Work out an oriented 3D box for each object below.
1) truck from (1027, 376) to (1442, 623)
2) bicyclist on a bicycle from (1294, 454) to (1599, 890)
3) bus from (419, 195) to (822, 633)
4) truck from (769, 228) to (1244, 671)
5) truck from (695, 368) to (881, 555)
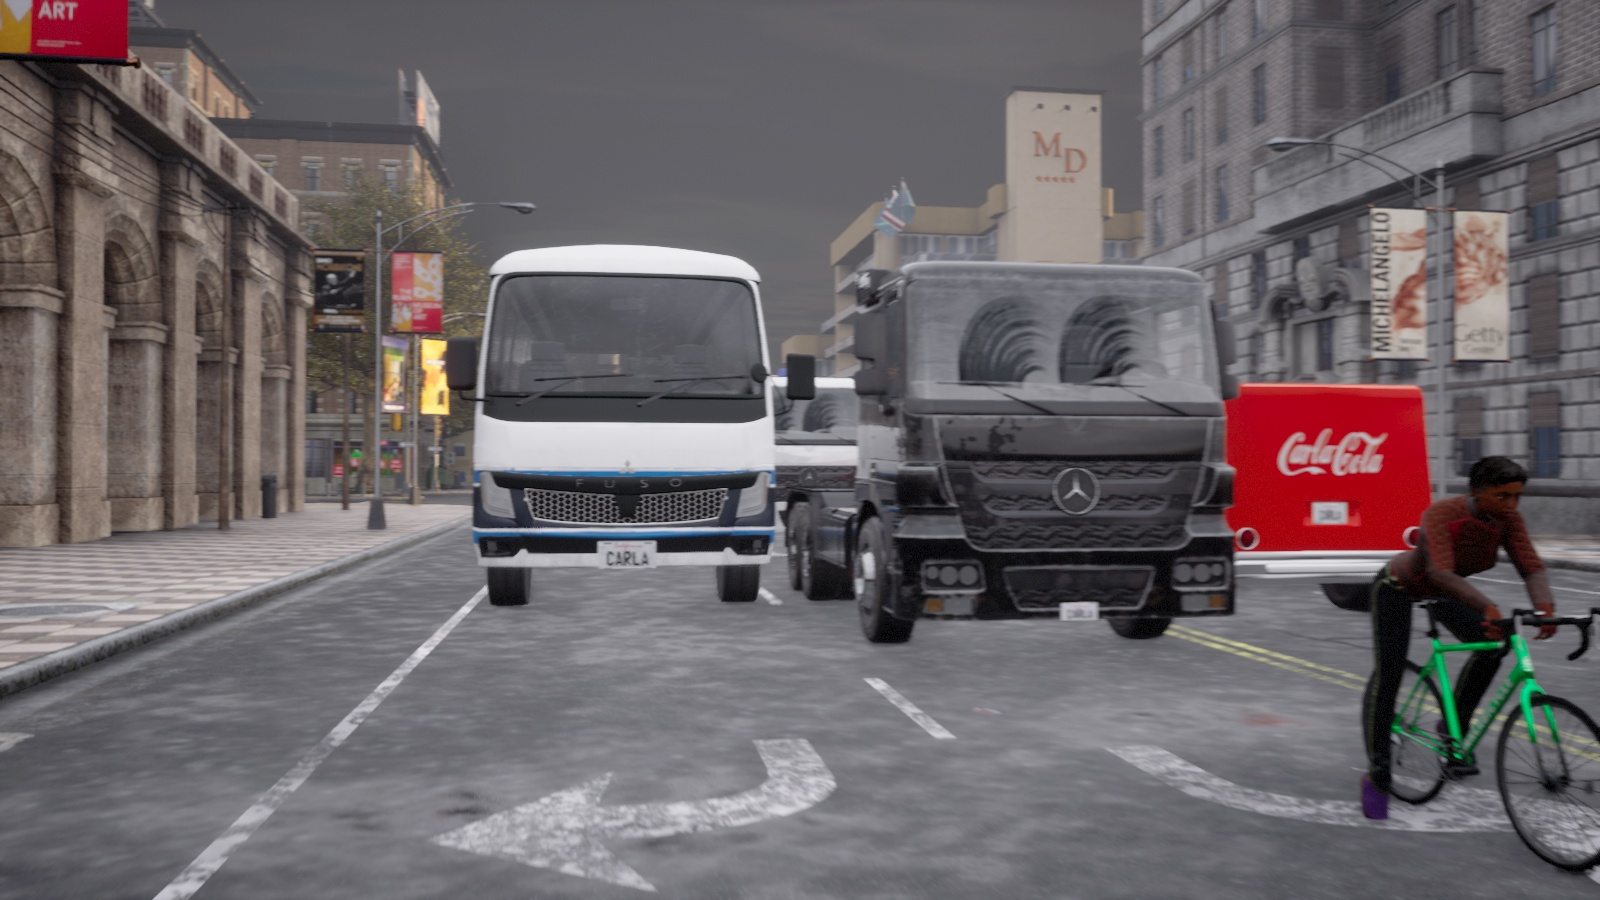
[{"bbox_3d":[4.903,0.533,15.319,2.627,2.467,5.204,0,-1,-9],"label":"truck"},{"bbox_3d":[2.901,0.833,5.535,0.582,1.620,1.656,0,-1,-9],"label":"bicyclist on a bicycle"},{"bbox_3d":[-2.531,-0.275,17.551,3.944,4.253,10.273,0,-1,-9],"label":"bus"},{"bbox_3d":[1.583,0.035,13.945,2.891,3.462,7.936,0,-1,-8],"label":"truck"},{"bbox_3d":[-0.535,0.260,27.433,2.891,3.462,7.936,0,-1,-9],"label":"truck"}]
